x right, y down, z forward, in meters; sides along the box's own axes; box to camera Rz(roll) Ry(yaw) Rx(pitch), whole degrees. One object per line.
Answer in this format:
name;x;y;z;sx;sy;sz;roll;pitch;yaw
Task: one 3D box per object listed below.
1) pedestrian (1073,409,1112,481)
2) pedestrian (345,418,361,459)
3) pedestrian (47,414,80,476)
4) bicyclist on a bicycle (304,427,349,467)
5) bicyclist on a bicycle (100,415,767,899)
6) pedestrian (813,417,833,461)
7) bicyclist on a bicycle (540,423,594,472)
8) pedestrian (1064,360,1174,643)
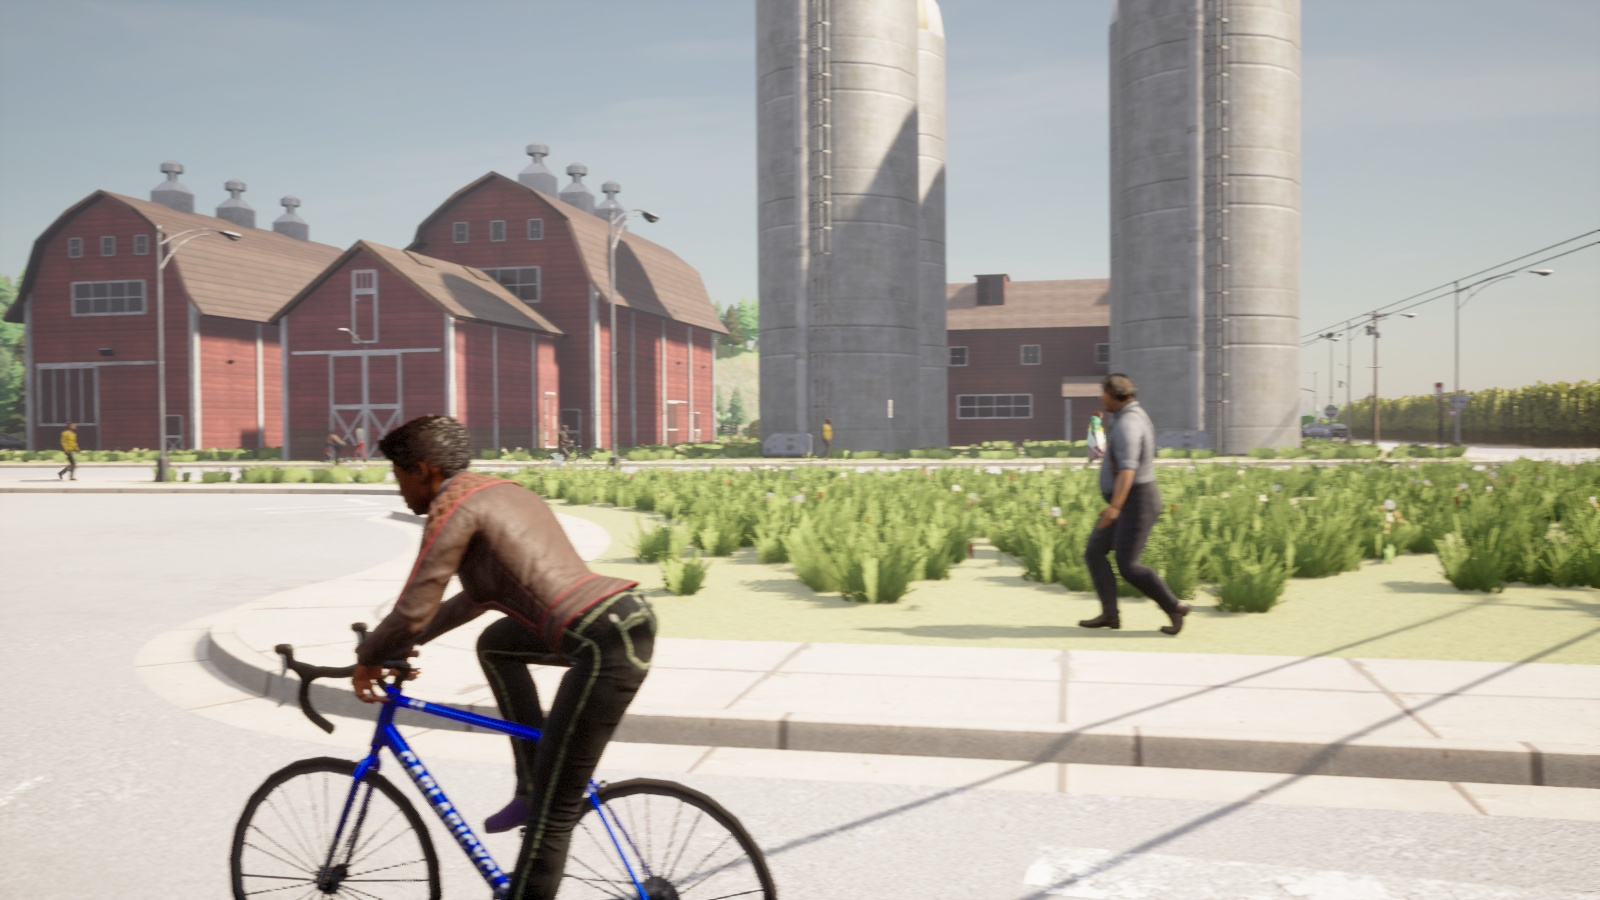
pedestrian;7.988;-0.134;34.346;0.873;1.952;0.659;0;1;-3
pedestrian;-20.104;-0.504;56.533;0.614;1.847;0.353;1;1;30
pedestrian;-22.010;-0.164;37.534;0.709;1.840;0.431;0;1;-10
bicyclist on a bicycle;-19.486;-0.121;51.707;1.656;1.620;0.582;0;1;11
bicyclist on a bicycle;-0.971;0.723;3.404;1.656;1.620;0.582;0;1;15
pedestrian;0.958;-0.450;52.452;0.726;1.835;0.370;0;1;25
bicyclist on a bicycle;-8.518;-0.110;45.936;1.843;1.776;0.659;0;1;11
pedestrian;2.158;0.331;8.526;0.694;1.848;0.540;0;1;13
